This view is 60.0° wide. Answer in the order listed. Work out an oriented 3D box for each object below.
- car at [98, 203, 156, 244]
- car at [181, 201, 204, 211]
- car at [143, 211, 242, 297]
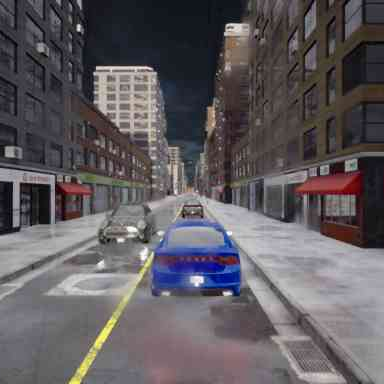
[{"bbox_3d":[-2.872,1.354,15.641,2.097,1.767,4.553,0,0,0],"label":"car"},{"bbox_3d":[0.061,1.500,29.770,2.128,1.511,4.902,0,0,0],"label":"car"},{"bbox_3d":[0.088,1.479,8.641,1.882,1.535,5.008,0,0,0],"label":"car"}]
